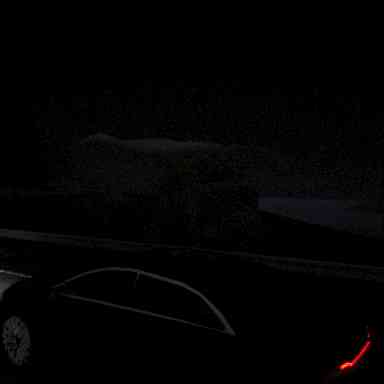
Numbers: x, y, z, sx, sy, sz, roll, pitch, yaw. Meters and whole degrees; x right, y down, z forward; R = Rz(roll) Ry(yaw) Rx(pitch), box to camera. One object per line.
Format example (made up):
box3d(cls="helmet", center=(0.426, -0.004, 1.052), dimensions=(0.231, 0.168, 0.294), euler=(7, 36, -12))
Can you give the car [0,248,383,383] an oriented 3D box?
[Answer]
box3d(cls="car", center=(-0.463, 1.472, 4.084), dimensions=(4.902, 1.511, 2.128), euler=(0, 0, 34))
